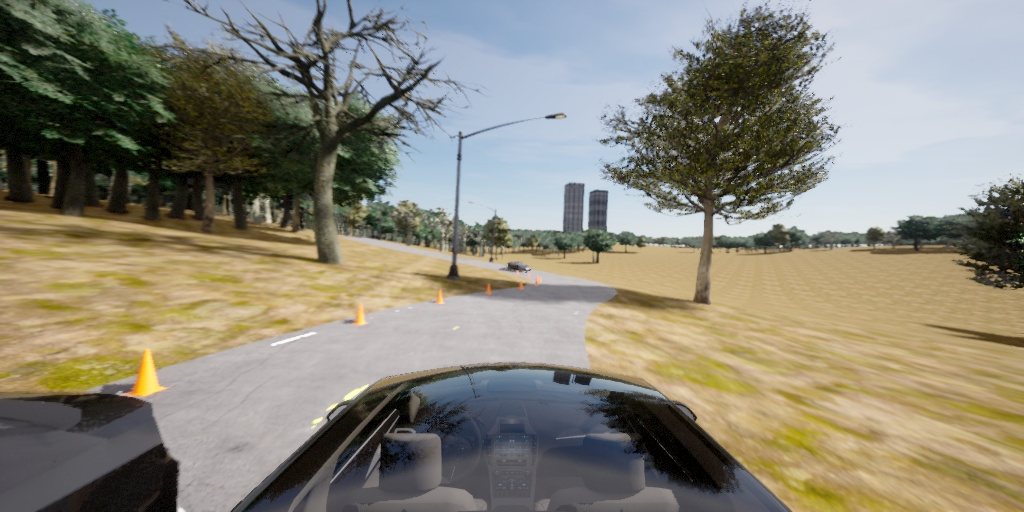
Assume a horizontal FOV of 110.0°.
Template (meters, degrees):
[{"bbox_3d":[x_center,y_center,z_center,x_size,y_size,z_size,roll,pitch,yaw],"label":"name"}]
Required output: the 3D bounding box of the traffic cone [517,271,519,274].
[{"bbox_3d":[0.754,2.125,47.310,0.340,0.580,0.340,0,0,-20],"label":"traffic cone"}]

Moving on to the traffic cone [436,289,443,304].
[{"bbox_3d":[-3.068,1.712,15.227,0.340,0.580,0.340,0,0,16],"label":"traffic cone"}]

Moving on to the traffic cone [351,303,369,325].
[{"bbox_3d":[-4.282,1.610,10.087,0.340,0.580,0.340,0,0,10],"label":"traffic cone"}]

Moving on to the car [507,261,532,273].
[{"bbox_3d":[1.009,1.505,51.777,2.128,1.511,4.902,1,3,-30],"label":"car"}]

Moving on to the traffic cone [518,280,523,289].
[{"bbox_3d":[0.631,1.975,24.745,0.340,0.580,0.340,0,0,21],"label":"traffic cone"}]

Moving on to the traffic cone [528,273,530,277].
[{"bbox_3d":[2.032,2.253,42.887,0.340,0.580,0.340,0,0,-12],"label":"traffic cone"}]

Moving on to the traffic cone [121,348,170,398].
[{"bbox_3d":[-4.955,1.550,4.848,0.340,0.580,0.340,0,0,4],"label":"traffic cone"}]

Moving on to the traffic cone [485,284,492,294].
[{"bbox_3d":[-1.327,1.835,20.212,0.340,0.580,0.340,0,0,22],"label":"traffic cone"}]

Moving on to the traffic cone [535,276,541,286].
[{"bbox_3d":[1.960,2.096,29.157,0.340,0.580,0.340,0,0,13],"label":"traffic cone"}]
